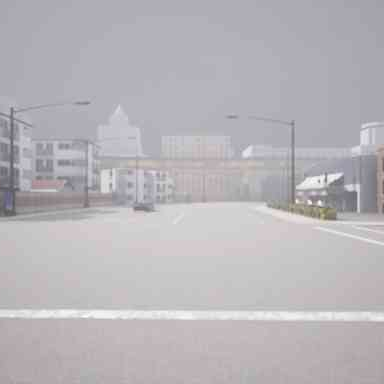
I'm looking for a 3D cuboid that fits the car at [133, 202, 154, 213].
[{"bbox_3d":[-5.980,1.847,41.491,1.895,1.301,4.718,0,0,3],"label":"car"}]
